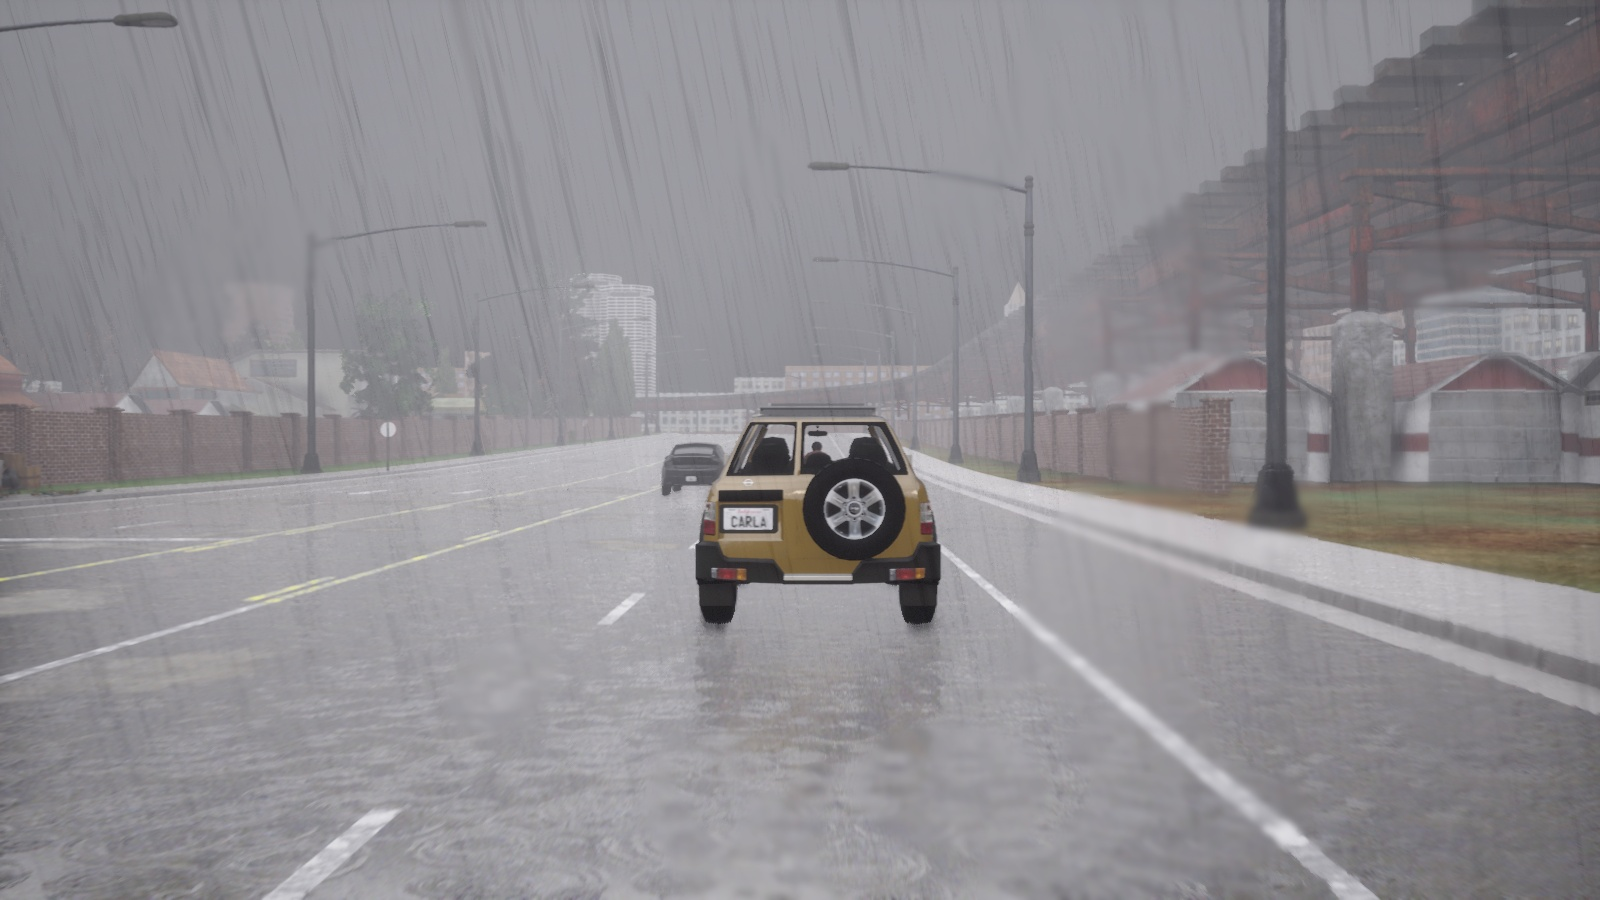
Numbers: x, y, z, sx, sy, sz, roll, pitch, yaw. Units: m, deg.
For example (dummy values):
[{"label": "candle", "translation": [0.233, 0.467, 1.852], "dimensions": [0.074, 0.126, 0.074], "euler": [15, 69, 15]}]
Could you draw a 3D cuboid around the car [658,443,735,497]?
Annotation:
[{"label": "car", "translation": [-3.022, 0.537, 37.427], "dimensions": [1.837, 1.490, 4.892], "euler": [0, 0, 1]}]

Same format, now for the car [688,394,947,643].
[{"label": "car", "translation": [0.159, 0.498, 11.658], "dimensions": [1.932, 1.855, 4.605], "euler": [0, 0, 1]}]
